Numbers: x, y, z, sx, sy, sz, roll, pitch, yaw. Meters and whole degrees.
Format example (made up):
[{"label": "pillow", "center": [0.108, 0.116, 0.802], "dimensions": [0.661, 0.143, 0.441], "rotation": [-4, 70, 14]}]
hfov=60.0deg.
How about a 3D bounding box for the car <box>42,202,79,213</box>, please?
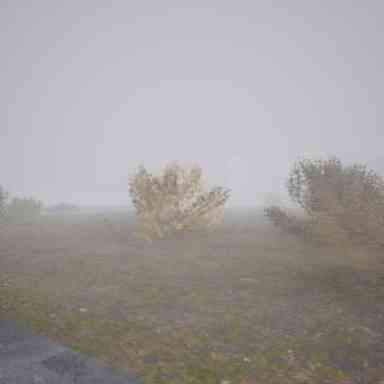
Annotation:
[{"label": "car", "center": [-19.181, 2.227, 48.445], "dimensions": [2.033, 1.411, 5.357], "rotation": [-2, -2, 36]}]
